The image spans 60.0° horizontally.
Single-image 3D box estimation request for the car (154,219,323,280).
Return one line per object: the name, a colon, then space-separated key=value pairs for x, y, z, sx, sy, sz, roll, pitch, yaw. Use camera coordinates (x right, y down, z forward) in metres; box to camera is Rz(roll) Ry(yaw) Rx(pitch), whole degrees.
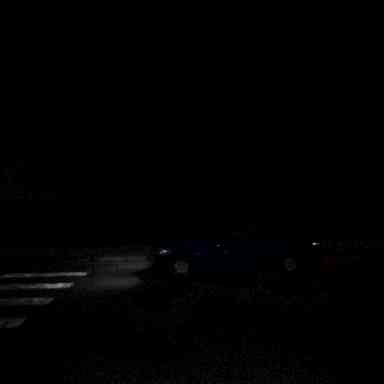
car: x=1.269 y=1.532 z=9.506 sx=4.674 sy=1.442 sz=1.812 roll=-2 pitch=0 yaw=1
